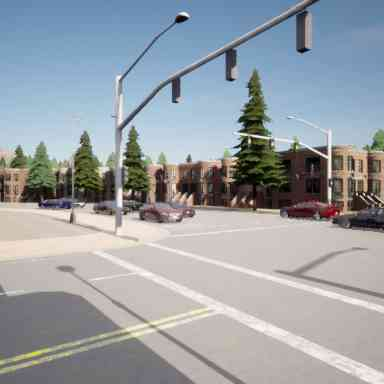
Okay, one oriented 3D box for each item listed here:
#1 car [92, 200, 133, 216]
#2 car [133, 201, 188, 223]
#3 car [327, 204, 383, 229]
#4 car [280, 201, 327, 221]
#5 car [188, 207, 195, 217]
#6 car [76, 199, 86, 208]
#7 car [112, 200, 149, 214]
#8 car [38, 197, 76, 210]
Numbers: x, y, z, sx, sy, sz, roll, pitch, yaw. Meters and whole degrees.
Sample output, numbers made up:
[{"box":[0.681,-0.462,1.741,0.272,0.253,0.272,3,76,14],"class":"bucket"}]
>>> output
[{"box":[-8.191,1.547,33.265,2.033,1.411,5.357,0,0,-38],"class":"car"},{"box":[-2.520,1.526,25.579,1.812,1.442,4.674,0,0,-35],"class":"car"},{"box":[10.920,1.547,19.155,2.033,1.411,5.357,0,0,-35],"class":"car"},{"box":[9.535,1.477,27.197,1.882,1.535,5.008,0,0,-36],"class":"car"},{"box":[-1.529,1.564,30.097,1.994,1.385,4.181,0,0,-37],"class":"car"},{"box":[-16.724,1.492,45.637,4.902,1.511,2.128,0,0,32],"class":"car"},{"box":[-6.883,1.601,37.031,1.895,1.301,4.718,0,0,-41],"class":"car"},{"box":[-17.229,1.601,41.876,4.718,1.301,1.895,0,0,33],"class":"car"}]
